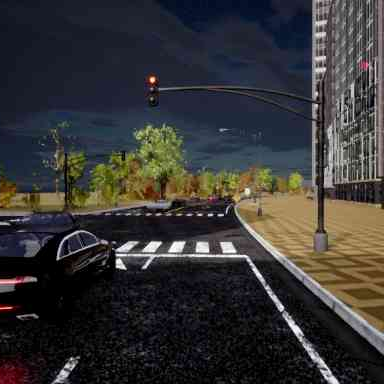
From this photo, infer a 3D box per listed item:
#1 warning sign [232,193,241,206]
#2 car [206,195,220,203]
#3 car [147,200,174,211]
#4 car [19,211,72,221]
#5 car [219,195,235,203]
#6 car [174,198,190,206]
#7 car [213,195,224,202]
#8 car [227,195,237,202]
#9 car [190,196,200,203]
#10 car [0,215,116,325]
[{"bbox_3d":[6.491,1.122,48.186,1.300,1.860,1.060,0,0,8],"label":"warning sign"},{"bbox_3d":[4.416,1.366,71.136,2.097,1.767,4.553,0,0,12],"label":"car"},{"bbox_3d":[-3.990,1.601,40.620,1.895,1.301,4.718,0,0,10],"label":"car"},{"bbox_3d":[-6.195,1.546,14.136,2.033,1.411,5.357,0,0,3],"label":"car"},{"bbox_3d":[7.533,1.493,70.080,1.882,1.535,5.008,0,0,12],"label":"car"},{"bbox_3d":[-2.132,1.604,54.093,1.895,1.301,4.718,0,0,9],"label":"car"},{"bbox_3d":[6.379,1.495,80.528,1.882,1.535,5.008,0,0,14],"label":"car"},{"bbox_3d":[9.673,1.498,80.337,1.882,1.535,5.008,0,0,14],"label":"car"},{"bbox_3d":[0.487,1.572,68.607,1.994,1.385,4.181,0,0,11],"label":"car"},{"bbox_3d":[-2.988,1.491,7.090,2.128,1.511,4.902,0,0,1],"label":"car"}]
